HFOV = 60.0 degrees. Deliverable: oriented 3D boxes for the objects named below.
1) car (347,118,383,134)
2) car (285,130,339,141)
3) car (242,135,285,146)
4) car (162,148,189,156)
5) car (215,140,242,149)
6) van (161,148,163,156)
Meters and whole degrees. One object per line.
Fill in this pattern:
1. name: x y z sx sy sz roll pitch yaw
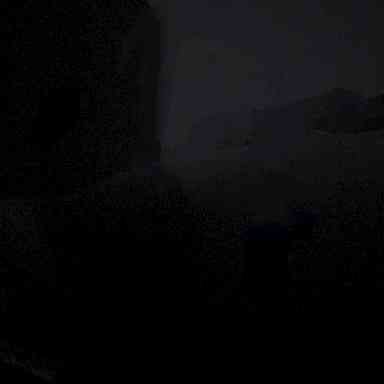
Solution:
1. car: 14.193 -4.725 25.024 2.185 1.767 4.553 1 1 -35
2. car: 11.046 -4.728 29.530 2.002 1.452 4.674 1 1 -35
3. car: 7.804 -5.068 34.180 2.185 1.767 4.553 1 1 -35
4. car: -1.660 -5.427 47.737 2.231 1.521 4.892 1 1 -35
5. car: 4.646 -5.234 38.705 2.185 1.767 4.553 1 1 -35
6. van: -4.742 -5.803 52.158 1.878 1.987 4.442 1 1 -35
